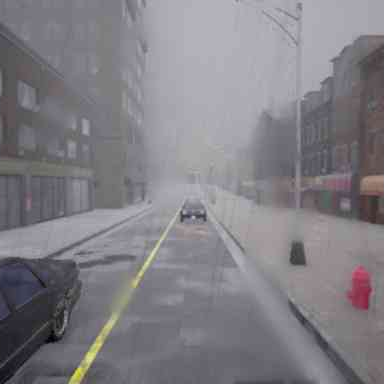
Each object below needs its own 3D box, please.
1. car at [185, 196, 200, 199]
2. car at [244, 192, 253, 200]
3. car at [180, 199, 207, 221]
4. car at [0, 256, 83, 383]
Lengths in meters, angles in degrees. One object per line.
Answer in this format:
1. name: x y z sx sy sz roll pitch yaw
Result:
1. car: 0.093 1.199 41.039 1.994 1.385 4.181 0 1 0
2. car: 12.707 0.617 64.530 5.009 1.841 2.192 1 1 0
3. car: 0.096 1.416 24.994 1.895 1.301 4.718 0 1 0
4. car: -2.847 1.529 3.662 2.033 1.411 5.357 0 0 0
